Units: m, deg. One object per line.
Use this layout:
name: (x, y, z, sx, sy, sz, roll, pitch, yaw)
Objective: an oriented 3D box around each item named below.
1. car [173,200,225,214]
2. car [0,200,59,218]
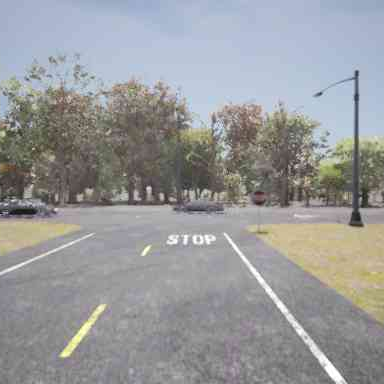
car: (0.693, 1.525, 34.736, 5.357, 1.411, 2.033, 0, 0, 0)
car: (-13.727, 1.386, 27.829, 4.902, 1.511, 2.128, 0, 0, 1)
